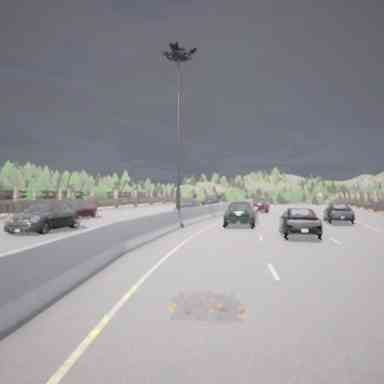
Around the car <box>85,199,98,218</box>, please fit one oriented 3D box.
[{"bbox_3d":[-9.936,1.429,28.373,2.097,1.767,4.553,0,0,15],"label":"car"}]

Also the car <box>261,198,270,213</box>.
[{"bbox_3d":[8.372,1.556,40.674,2.097,1.767,4.553,0,0,16],"label":"car"}]

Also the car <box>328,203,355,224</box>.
[{"bbox_3d":[11.467,1.647,26.187,2.128,1.511,4.902,0,0,16],"label":"car"}]

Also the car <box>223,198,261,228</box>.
[{"bbox_3d":[3.554,1.465,23.695,2.097,1.767,4.553,0,0,14],"label":"car"}]

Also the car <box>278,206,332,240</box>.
[{"bbox_3d":[5.711,1.589,17.820,2.128,1.511,4.902,0,0,11],"label":"car"}]

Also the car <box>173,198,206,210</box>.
[{"bbox_3d":[-0.419,1.696,36.162,2.033,1.411,5.357,0,0,17],"label":"car"}]

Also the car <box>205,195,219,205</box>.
[{"bbox_3d":[3.461,1.597,61.578,2.150,2.045,5.566,0,0,16],"label":"car"}]

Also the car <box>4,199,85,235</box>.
[{"bbox_3d":[-8.475,1.397,19.169,2.097,1.767,4.553,0,0,12],"label":"car"}]
